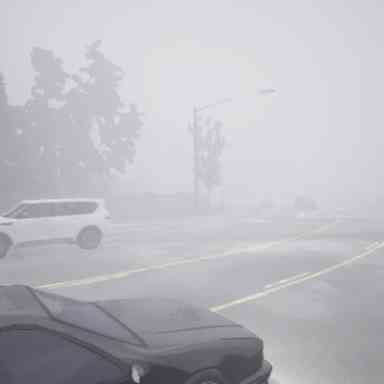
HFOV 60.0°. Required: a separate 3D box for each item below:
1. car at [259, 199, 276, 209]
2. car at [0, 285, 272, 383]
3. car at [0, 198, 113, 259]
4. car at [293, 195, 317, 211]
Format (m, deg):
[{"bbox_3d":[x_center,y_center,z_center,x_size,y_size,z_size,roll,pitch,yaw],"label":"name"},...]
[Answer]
[{"bbox_3d":[11.723,1.831,52.212,1.812,1.442,4.674,-1,-1,0],"label":"car"},{"bbox_3d":[-1.770,1.558,2.599,5.357,1.411,2.033,0,0,-36],"label":"car"},{"bbox_3d":[-5.847,1.269,12.935,5.566,2.045,2.150,0,0,-39],"label":"car"},{"bbox_3d":[14.869,1.368,44.054,2.150,2.045,5.566,-1,-1,6],"label":"car"}]
